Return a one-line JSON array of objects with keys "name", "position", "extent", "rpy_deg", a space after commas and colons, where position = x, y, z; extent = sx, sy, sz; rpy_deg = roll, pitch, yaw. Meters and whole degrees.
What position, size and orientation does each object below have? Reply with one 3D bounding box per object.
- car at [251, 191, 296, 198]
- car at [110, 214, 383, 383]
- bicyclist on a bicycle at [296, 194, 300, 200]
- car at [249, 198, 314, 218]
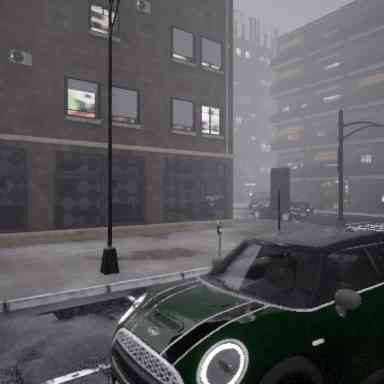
[{"name": "car", "position": [7.135, 0.988, 27.301], "extent": [2.150, 2.045, 5.566], "rpy_deg": [0, 1, -36]}, {"name": "car", "position": [1.306, 1.352, 4.305], "extent": [4.553, 1.767, 2.097], "rpy_deg": [0, 0, -35]}, {"name": "bicyclist on a bicycle", "position": [11.485, 1.011, 36.175], "extent": [1.656, 1.620, 0.582], "rpy_deg": [0, 1, -36]}, {"name": "car", "position": [6.227, 1.342, 24.159], "extent": [2.008, 1.369, 4.403], "rpy_deg": [1, 0, -36]}]
